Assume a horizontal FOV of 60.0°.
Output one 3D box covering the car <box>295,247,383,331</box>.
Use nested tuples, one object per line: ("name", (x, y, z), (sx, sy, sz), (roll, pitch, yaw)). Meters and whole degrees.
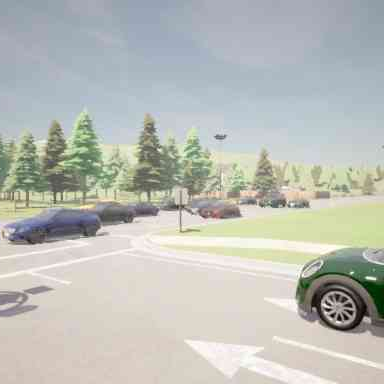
("car", (4.088, 1.352, 5.374), (4.553, 1.767, 2.097), (0, 0, 36))

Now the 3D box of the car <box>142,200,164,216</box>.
("car", (-4.905, 1.564, 30.176), (1.994, 1.385, 4.181), (0, 0, 37))

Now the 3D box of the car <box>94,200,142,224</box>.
("car", (-5.932, 1.526, 22.887), (1.812, 1.442, 4.674), (0, 0, 36))

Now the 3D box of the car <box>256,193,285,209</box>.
("car", (11.460, 1.221, 46.555), (2.150, 2.045, 5.566), (0, 0, 36))

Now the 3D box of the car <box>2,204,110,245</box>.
("car", (-6.459, 1.526, 15.872), (1.812, 1.442, 4.674), (0, 0, 34))

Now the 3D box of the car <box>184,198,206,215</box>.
("car", (1.562, 1.526, 33.074), (1.812, 1.442, 4.674), (0, 0, 36))

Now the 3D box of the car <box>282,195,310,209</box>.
("car", (14.269, 1.491, 44.464), (2.128, 1.511, 4.902), (0, 0, 36))

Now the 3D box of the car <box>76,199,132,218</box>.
("car", (-8.245, 1.478, 31.553), (1.882, 1.535, 5.008), (0, 0, 36))

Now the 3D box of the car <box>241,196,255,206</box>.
("car", (9.150, 1.492, 55.202), (2.128, 1.511, 4.902), (0, 0, 37))

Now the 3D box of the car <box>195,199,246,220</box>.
("car", (2.511, 1.564, 28.461), (1.994, 1.385, 4.181), (0, 0, 36))

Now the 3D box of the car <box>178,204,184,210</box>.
("car", (0.961, 1.505, 38.179), (1.837, 1.490, 4.892), (0, 0, 36))

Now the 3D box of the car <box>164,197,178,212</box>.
("car", (-2.455, 1.353, 39.440), (2.097, 1.767, 4.553), (0, 0, 36))
